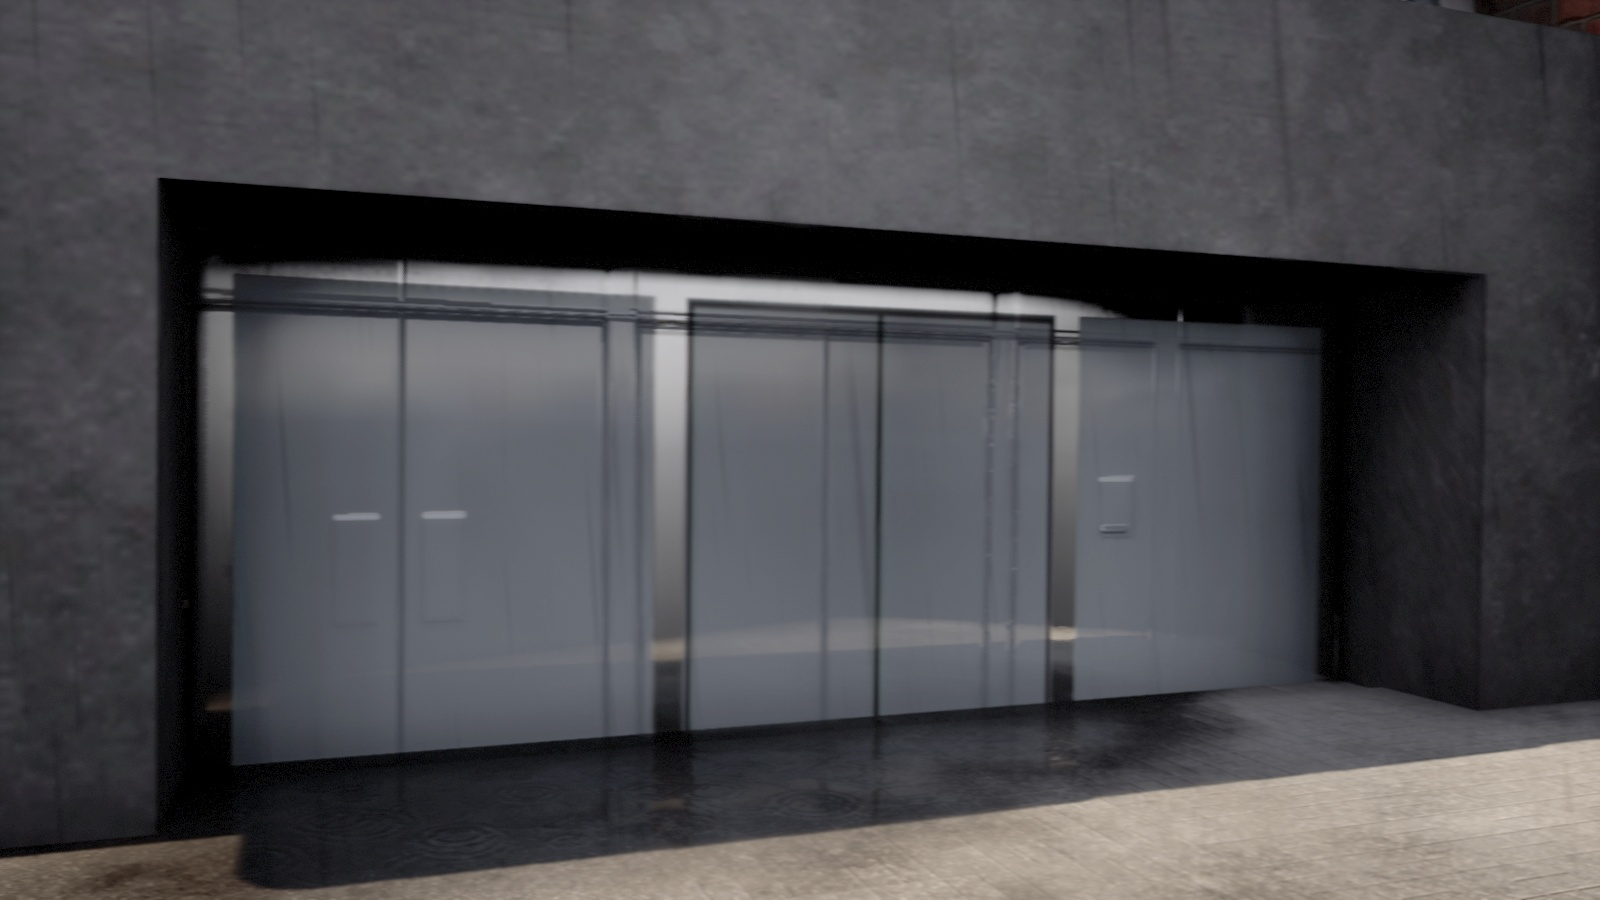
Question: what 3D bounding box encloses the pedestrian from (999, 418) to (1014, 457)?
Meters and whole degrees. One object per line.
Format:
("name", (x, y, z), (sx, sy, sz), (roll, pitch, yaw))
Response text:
("pedestrian", (10.105, -0.611, 61.477), (0.396, 1.930, 0.692), (-1, 1, -22))
